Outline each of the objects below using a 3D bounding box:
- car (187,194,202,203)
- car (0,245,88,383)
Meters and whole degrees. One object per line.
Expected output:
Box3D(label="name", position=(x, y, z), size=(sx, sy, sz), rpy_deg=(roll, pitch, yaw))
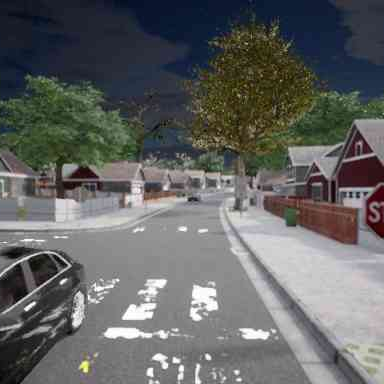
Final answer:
Box3D(label="car", position=(0.352, 0.958, 51.212), size=(1.895, 1.301, 4.718), rpy_deg=(0, 1, 7))
Box3D(label="car", position=(-2.705, 1.511, 3.844), size=(1.837, 1.490, 4.892), rpy_deg=(0, 0, 1))
